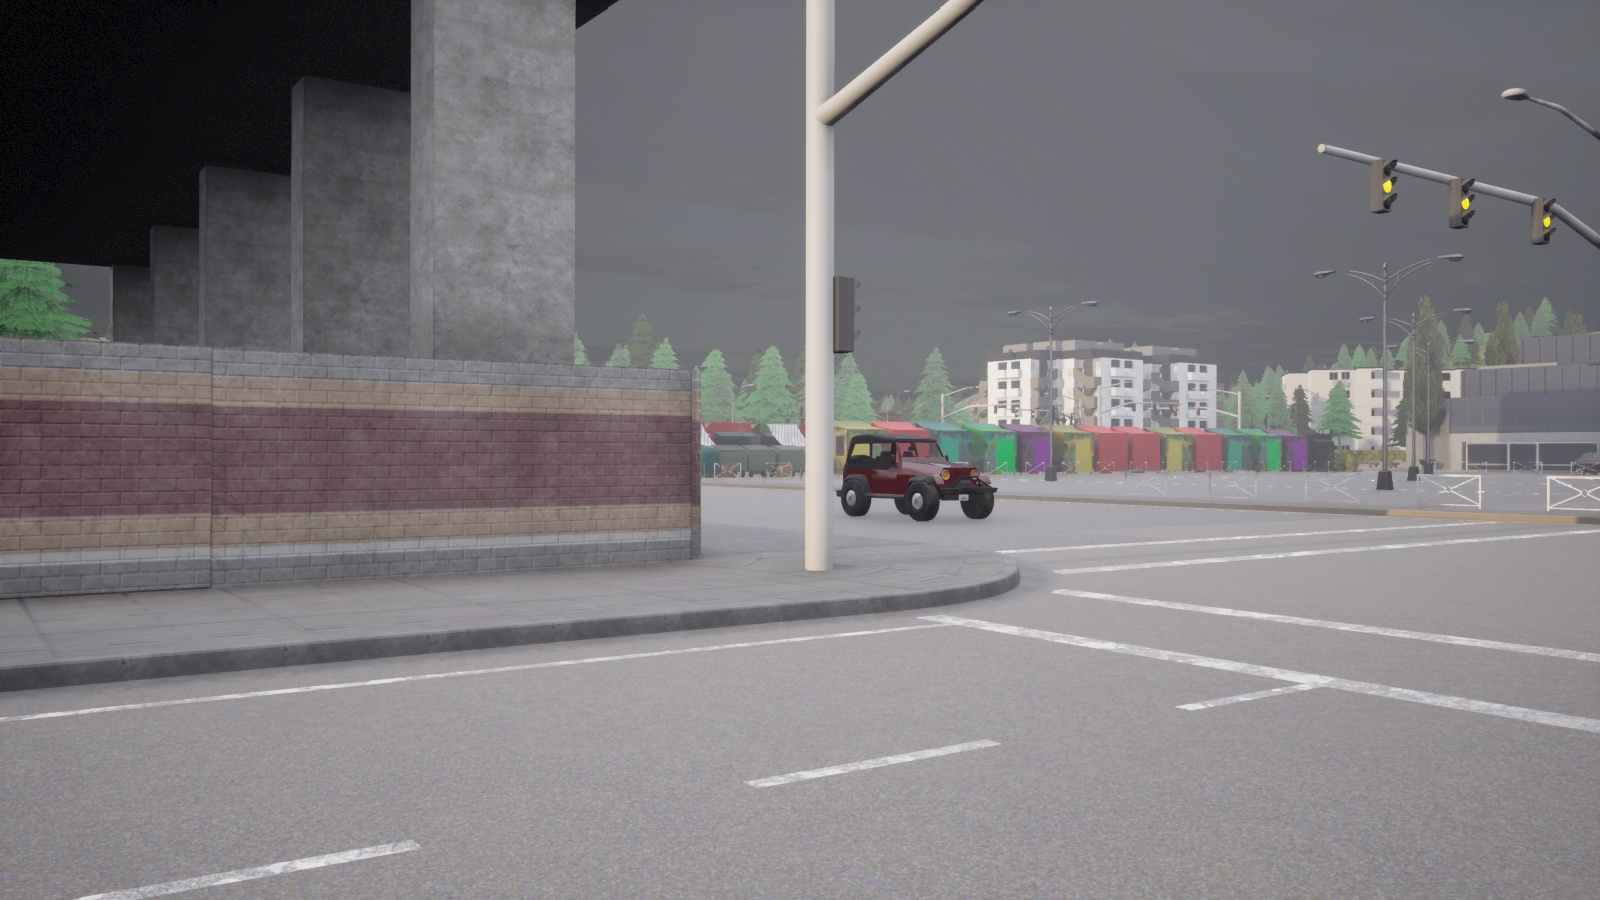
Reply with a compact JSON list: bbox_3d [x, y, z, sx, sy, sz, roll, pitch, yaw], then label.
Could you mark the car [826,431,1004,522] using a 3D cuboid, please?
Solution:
[{"bbox_3d":[2.491,0.549,28.043,1.905,1.878,3.866,0,0,-35],"label":"car"}]
